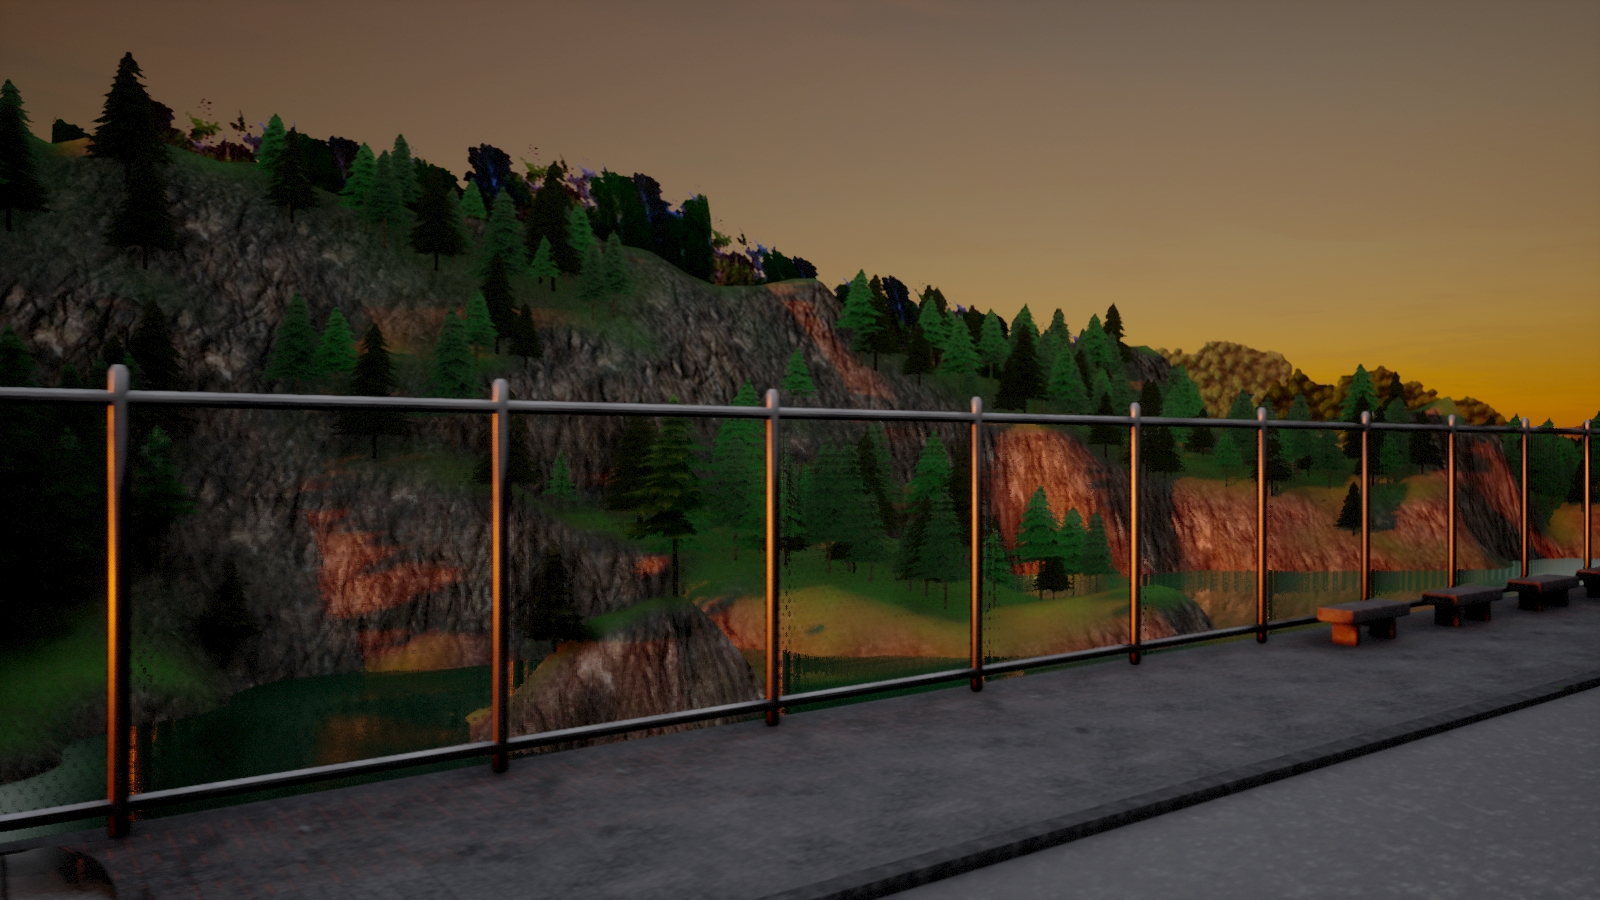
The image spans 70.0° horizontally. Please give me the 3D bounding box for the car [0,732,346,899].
[{"bbox_3d":[-3.378,1.906,1.960,4.553,1.767,2.097,0,0,-36],"label":"car"}]
